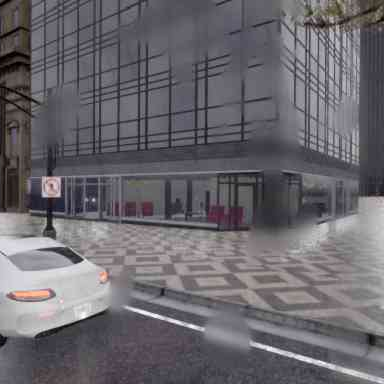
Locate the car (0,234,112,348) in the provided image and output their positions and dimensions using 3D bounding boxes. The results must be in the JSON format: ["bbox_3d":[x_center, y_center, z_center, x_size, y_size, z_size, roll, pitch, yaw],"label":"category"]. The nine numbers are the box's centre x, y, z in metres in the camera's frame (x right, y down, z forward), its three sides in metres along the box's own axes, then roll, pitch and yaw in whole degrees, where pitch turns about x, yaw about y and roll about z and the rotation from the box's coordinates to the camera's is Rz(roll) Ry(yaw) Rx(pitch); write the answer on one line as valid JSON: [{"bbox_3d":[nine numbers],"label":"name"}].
[{"bbox_3d":[-3.453,1.524,6.143,4.674,1.442,1.812,0,0,35],"label":"car"}]
